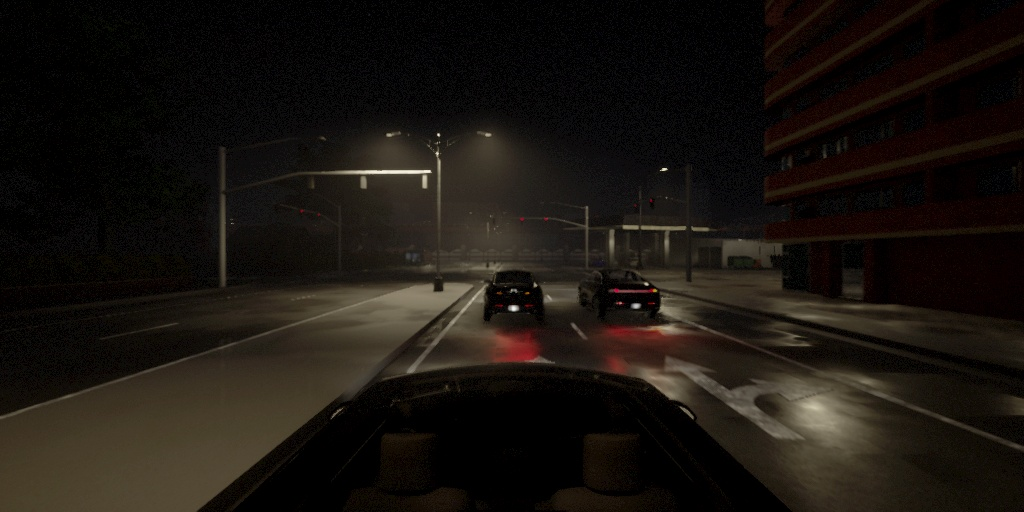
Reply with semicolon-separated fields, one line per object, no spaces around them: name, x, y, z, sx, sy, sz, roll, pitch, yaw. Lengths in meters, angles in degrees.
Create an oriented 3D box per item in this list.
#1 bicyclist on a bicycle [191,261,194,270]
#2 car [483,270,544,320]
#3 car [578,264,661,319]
bicyclist on a bicycle;-38.303;0.945;42.389;0.582;1.620;1.656;0;0;0
car;0.063;1.226;12.523;1.837;1.490;4.892;0;0;0
car;3.563;1.213;12.681;2.128;1.511;4.902;0;0;0
